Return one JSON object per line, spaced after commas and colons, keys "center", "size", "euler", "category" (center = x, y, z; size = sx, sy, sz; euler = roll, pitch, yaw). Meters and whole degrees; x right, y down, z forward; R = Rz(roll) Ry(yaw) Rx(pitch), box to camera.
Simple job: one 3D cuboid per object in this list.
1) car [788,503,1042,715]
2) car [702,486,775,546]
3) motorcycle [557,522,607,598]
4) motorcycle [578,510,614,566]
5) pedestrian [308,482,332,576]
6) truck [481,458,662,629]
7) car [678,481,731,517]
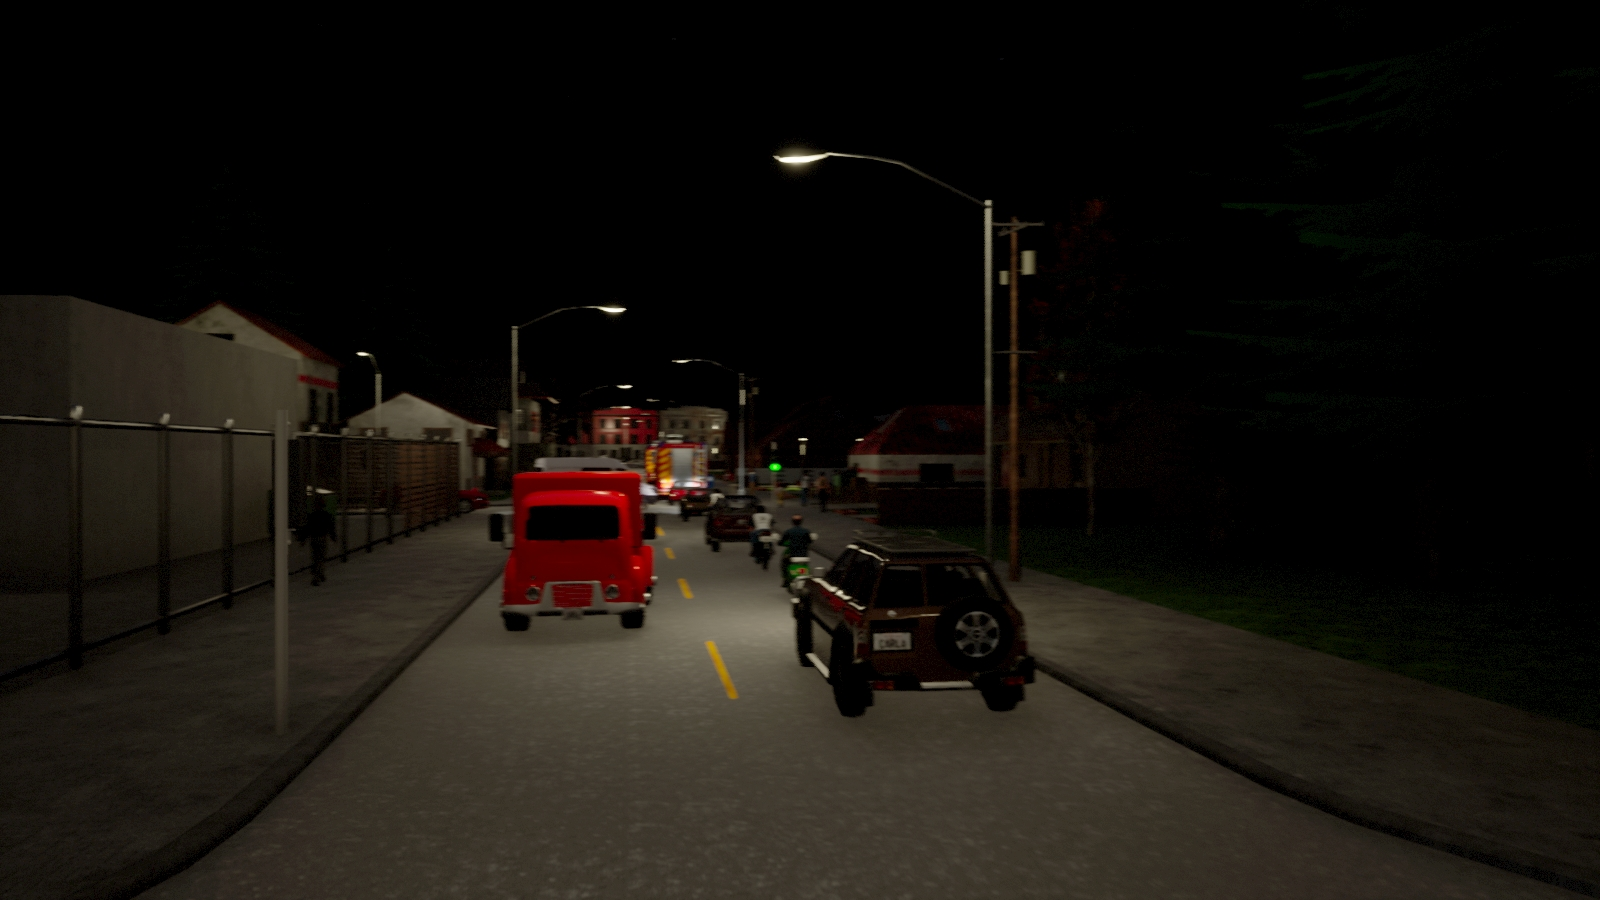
{"center": [1.131, 1.670, 13.597], "size": [1.932, 1.855, 4.605], "euler": [0, 0, -8], "category": "car"}
{"center": [-1.861, 1.873, 33.501], "size": [1.789, 1.549, 3.705], "euler": [0, 0, -9], "category": "car"}
{"center": [-4.028, 2.008, 21.224], "size": [0.856, 1.236, 1.805], "euler": [0, 0, -9], "category": "motorcycle"}
{"center": [-4.805, 2.051, 27.004], "size": [0.803, 1.145, 2.033], "euler": [0, 0, -9], "category": "motorcycle"}
{"center": [-9.656, 1.579, 22.980], "size": [0.375, 1.860, 0.375], "euler": [0, 0, -9], "category": "pedestrian"}
{"center": [-3.762, 1.391, 19.522], "size": [2.627, 2.467, 5.204], "euler": [0, 0, -8], "category": "truck"}
{"center": [-4.051, 2.033, 47.872], "size": [1.895, 1.301, 4.718], "euler": [0, 0, -9], "category": "car"}
